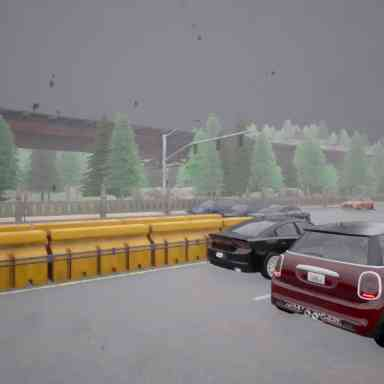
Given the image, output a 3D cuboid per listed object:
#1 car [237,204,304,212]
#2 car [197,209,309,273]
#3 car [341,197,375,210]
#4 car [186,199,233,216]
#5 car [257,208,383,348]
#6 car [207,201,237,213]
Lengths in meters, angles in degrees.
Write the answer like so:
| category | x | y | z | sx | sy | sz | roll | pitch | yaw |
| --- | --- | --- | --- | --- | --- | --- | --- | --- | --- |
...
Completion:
| category | x | y | z | sx | sy | sz | roll | pitch | yaw |
| --- | --- | --- | --- | --- | --- | --- | --- | --- | --- |
| car | 5.395 | 1.507 | 20.734 | 4.892 | 1.490 | 1.837 | 1 | 0 | -35 |
| car | 2.738 | 1.478 | 10.027 | 5.008 | 1.535 | 1.882 | 0 | 0 | -35 |
| car | 19.741 | 1.352 | 39.556 | 4.553 | 1.767 | 2.097 | 0 | 0 | -35 |
| car | 1.726 | 1.351 | 26.714 | 4.553 | 1.767 | 2.097 | 0 | 0 | -35 |
| car | 3.660 | 1.352 | 6.395 | 4.553 | 1.767 | 2.097 | 0 | 0 | -35 |
| car | 4.005 | 1.547 | 24.040 | 5.357 | 1.411 | 2.033 | 0 | 0 | -35 |
